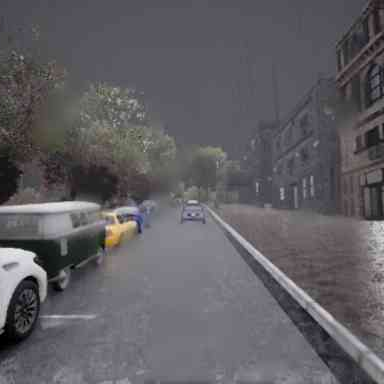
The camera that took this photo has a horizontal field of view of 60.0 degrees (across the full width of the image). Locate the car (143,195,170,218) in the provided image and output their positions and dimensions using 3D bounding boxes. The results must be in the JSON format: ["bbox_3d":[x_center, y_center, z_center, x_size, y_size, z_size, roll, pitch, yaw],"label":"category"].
[{"bbox_3d":[-3.670,1.471,31.193,2.185,1.767,4.553,0,0,2],"label":"car"}]

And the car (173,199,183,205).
[{"bbox_3d":[-3.685,2.548,86.872,2.097,1.535,5.008,0,-1,2],"label":"car"}]

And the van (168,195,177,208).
[{"bbox_3d":[-3.672,1.442,48.053,1.878,1.987,4.442,0,0,2],"label":"van"}]

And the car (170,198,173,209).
[{"bbox_3d":[-3.671,1.660,36.792,2.002,1.452,4.674,0,0,2],"label":"car"}]

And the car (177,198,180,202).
[{"bbox_3d":[-3.680,1.565,53.476,2.185,1.767,4.553,0,0,2],"label":"car"}]

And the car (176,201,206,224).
[{"bbox_3d":[0.087,1.640,25.479,2.033,1.411,5.357,0,0,0],"label":"car"}]

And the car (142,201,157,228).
[{"bbox_3d":[-3.663,1.551,20.078,2.097,1.535,5.008,0,0,2],"label":"car"}]

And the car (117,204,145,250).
[{"bbox_3d":[-3.653,1.527,14.698,1.946,1.575,5.366,0,0,2],"label":"car"}]

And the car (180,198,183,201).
[{"bbox_3d":[-3.669,2.057,70.209,2.163,1.488,4.792,1,-2,2],"label":"car"}]

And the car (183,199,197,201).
[{"bbox_3d":[0.080,1.690,42.647,1.812,1.442,4.674,0,0,0],"label":"car"}]

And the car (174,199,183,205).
[{"bbox_3d":[-3.691,2.753,92.475,2.163,1.488,4.792,0,-1,2],"label":"car"}]

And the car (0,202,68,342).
[{"bbox_3d":[-3.655,1.240,3.402,2.435,2.045,5.566,0,0,2],"label":"car"}]

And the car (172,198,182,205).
[{"bbox_3d":[-3.676,2.374,81.313,2.097,1.535,5.008,1,-2,2],"label":"car"}]

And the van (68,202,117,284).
[{"bbox_3d":[-3.654,1.284,9.060,1.878,1.987,4.442,0,0,2],"label":"van"}]
